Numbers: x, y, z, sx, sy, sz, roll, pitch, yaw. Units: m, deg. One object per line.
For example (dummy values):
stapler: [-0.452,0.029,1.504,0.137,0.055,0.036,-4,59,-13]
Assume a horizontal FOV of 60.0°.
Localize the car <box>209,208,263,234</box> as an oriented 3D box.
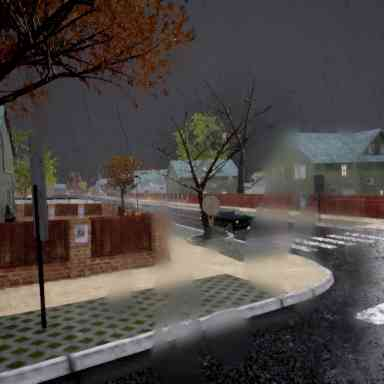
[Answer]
car: [2.370,1.710,20.689,1.895,1.301,4.718,-3,1,-22]
